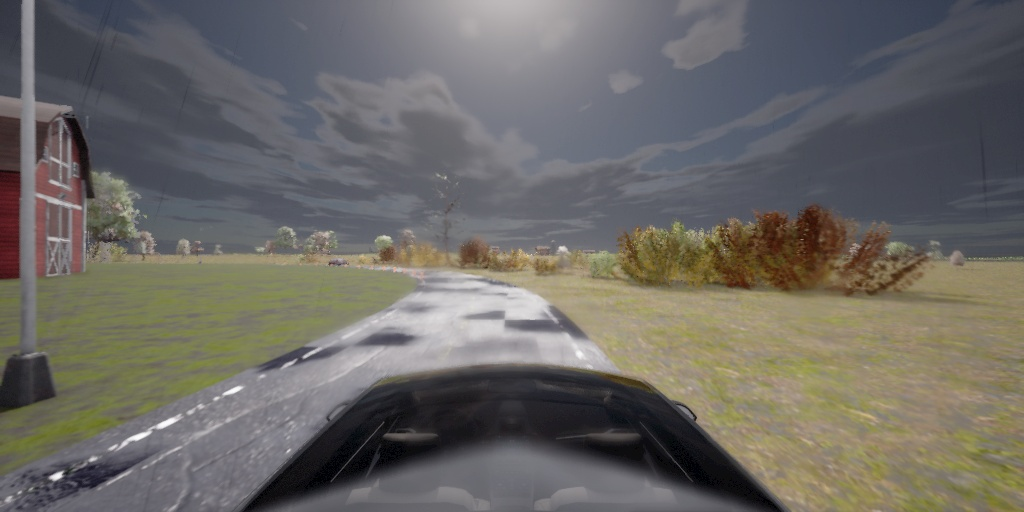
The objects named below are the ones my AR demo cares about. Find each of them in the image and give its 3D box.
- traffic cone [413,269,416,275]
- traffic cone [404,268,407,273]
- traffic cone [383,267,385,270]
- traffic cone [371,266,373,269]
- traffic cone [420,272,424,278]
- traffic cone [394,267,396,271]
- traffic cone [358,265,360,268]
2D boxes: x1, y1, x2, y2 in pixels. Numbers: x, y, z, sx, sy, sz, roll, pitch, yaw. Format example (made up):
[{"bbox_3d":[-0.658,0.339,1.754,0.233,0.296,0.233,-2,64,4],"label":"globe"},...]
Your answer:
[{"bbox_3d":[-10.142,1.668,37.273,0.340,0.580,0.340,0,0,-25],"label":"traffic cone"},{"bbox_3d":[-12.360,1.655,41.550,0.340,0.580,0.340,0,0,-30],"label":"traffic cone"},{"bbox_3d":[-17.707,1.620,49.558,0.340,0.580,0.340,0,0,-38],"label":"traffic cone"},{"bbox_3d":[-20.807,1.598,53.245,0.340,0.580,0.340,0,0,-42],"label":"traffic cone"},{"bbox_3d":[-8.244,1.679,32.846,0.340,0.580,0.340,0,0,-21],"label":"traffic cone"},{"bbox_3d":[-14.887,1.639,45.652,0.340,0.580,0.340,0,0,-34],"label":"traffic cone"},{"bbox_3d":[-24.169,1.571,56.696,0.340,0.580,0.340,0,0,44],"label":"traffic cone"}]
